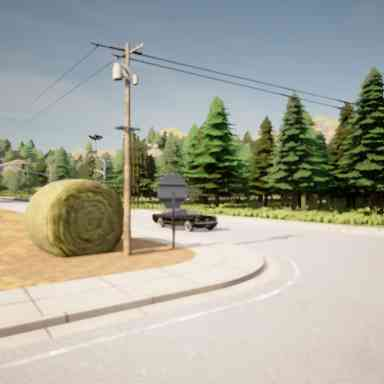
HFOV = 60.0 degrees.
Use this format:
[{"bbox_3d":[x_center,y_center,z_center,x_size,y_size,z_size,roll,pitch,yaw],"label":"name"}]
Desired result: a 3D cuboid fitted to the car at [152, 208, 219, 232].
[{"bbox_3d":[-0.487,1.646,20.708,1.895,1.301,4.718,0,0,-38],"label":"car"}]
